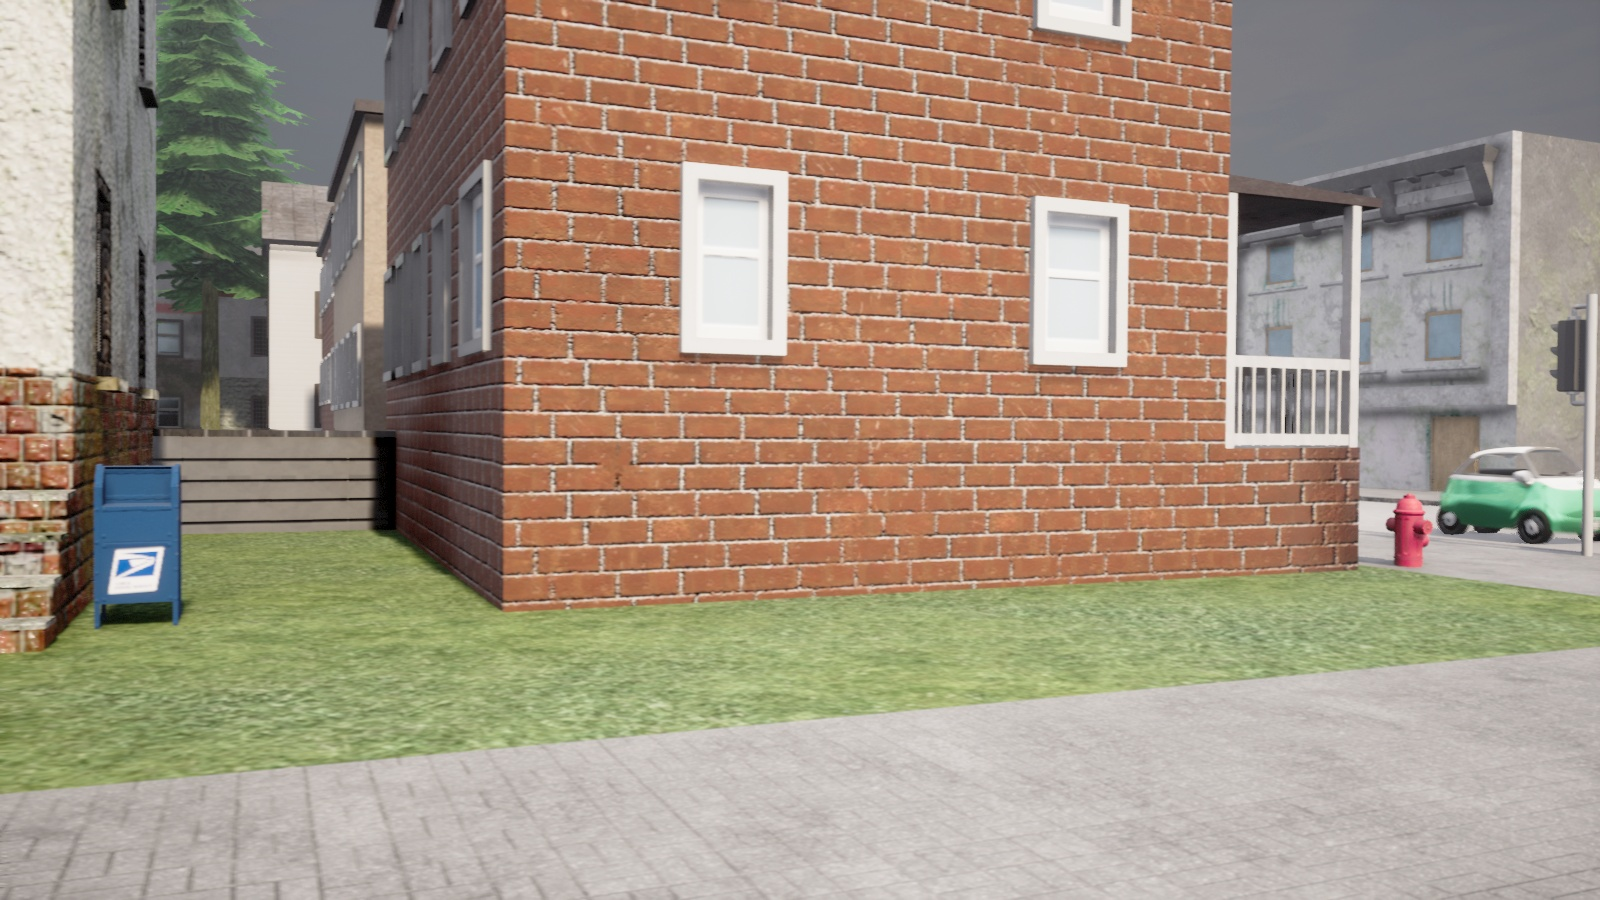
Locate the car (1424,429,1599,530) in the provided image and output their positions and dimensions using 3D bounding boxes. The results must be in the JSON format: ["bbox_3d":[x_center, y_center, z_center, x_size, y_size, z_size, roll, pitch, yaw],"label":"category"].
[{"bbox_3d":[10.652,0.396,18.444,1.481,1.376,2.207,-1,1,-23],"label":"car"}]
